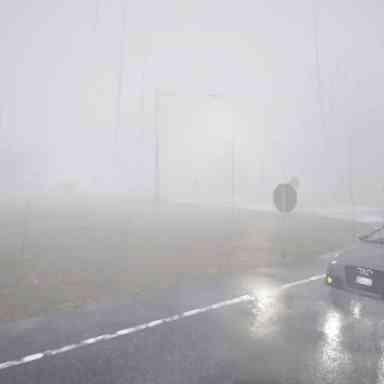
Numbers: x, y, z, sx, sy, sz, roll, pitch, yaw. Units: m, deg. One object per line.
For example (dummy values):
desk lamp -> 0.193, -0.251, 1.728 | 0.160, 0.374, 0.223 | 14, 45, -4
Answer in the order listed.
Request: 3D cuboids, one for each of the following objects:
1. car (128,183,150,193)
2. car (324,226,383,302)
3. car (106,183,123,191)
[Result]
car -> -8.675, -0.690, 53.967 | 1.882, 1.535, 5.008 | -1, 3, -36
car -> 4.798, 1.429, 7.293 | 4.181, 1.385, 1.994 | -1, 1, -35
car -> -14.510, -1.011, 62.092 | 1.882, 1.535, 5.008 | -1, 2, -36
